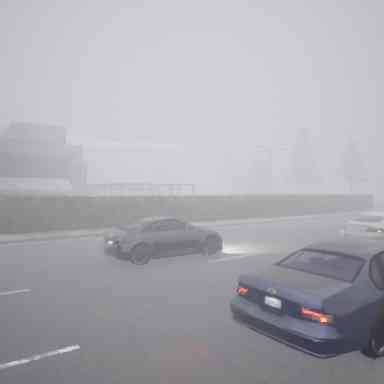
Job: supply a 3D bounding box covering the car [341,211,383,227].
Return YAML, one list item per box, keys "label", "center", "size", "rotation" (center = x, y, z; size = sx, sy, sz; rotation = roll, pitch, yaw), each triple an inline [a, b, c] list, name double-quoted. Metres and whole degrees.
- label: "car"
  center: [7.911, 1.526, 13.695]
  size: [4.674, 1.442, 1.812]
  rotation: [0, 0, -36]

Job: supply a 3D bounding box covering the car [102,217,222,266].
- label: "car"
  center: [-0.957, 1.564, 11.658]
  size: [4.181, 1.385, 1.994]
  rotation: [0, 0, -35]

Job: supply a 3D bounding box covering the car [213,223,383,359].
- label: "car"
  center: [3.138, 1.547, 5.980]
  size: [5.357, 1.411, 2.033]
  rotation: [0, 0, -35]
